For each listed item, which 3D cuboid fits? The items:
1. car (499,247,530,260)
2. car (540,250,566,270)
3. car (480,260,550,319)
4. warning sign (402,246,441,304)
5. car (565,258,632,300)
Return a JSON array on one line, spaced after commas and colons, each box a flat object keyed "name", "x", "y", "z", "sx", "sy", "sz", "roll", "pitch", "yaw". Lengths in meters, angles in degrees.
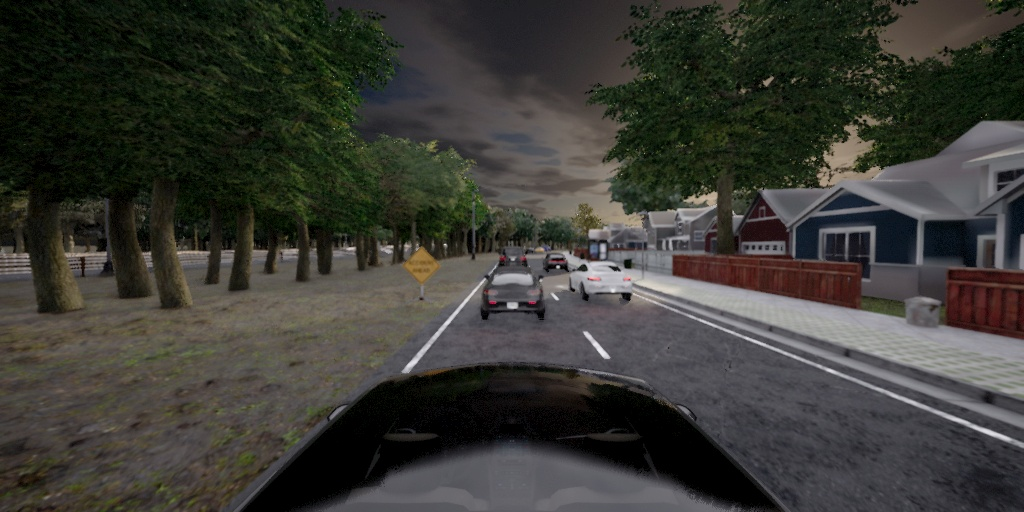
[{"name": "car", "x": 0.088, "y": 0.263, "z": 29.137, "sx": 2.150, "sy": 2.045, "sz": 5.566, "roll": 0, "pitch": 2, "yaw": 0}, {"name": "car", "x": 3.595, "y": 0.516, "z": 30.203, "sx": 1.837, "sy": 1.490, "sz": 4.892, "roll": 0, "pitch": 2, "yaw": 0}, {"name": "car", "x": 0.053, "y": 1.033, "z": 11.475, "sx": 1.812, "sy": 1.442, "sz": 4.674, "roll": 0, "pitch": 2, "yaw": 1}, {"name": "warning sign", "x": -3.040, "y": 0.608, "z": 12.120, "sx": 1.300, "sy": 1.860, "sz": 1.060, "roll": 0, "pitch": 0, "yaw": 0}, {"name": "car", "x": 3.579, "y": 0.945, "z": 14.994, "sx": 1.812, "sy": 1.442, "sz": 4.674, "roll": 0, "pitch": 1, "yaw": 0}]
